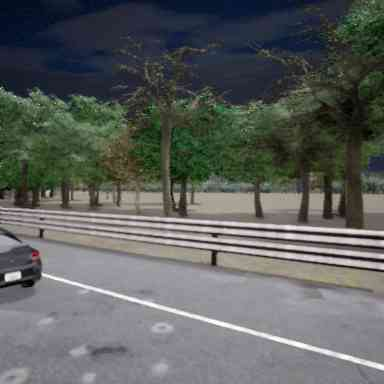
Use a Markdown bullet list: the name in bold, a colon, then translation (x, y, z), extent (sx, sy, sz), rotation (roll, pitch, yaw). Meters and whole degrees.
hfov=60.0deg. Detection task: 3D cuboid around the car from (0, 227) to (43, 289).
- **car**: translation (-5.426, 1.528, 8.047), extent (4.674, 1.442, 1.812), rotation (0, 0, 37)
